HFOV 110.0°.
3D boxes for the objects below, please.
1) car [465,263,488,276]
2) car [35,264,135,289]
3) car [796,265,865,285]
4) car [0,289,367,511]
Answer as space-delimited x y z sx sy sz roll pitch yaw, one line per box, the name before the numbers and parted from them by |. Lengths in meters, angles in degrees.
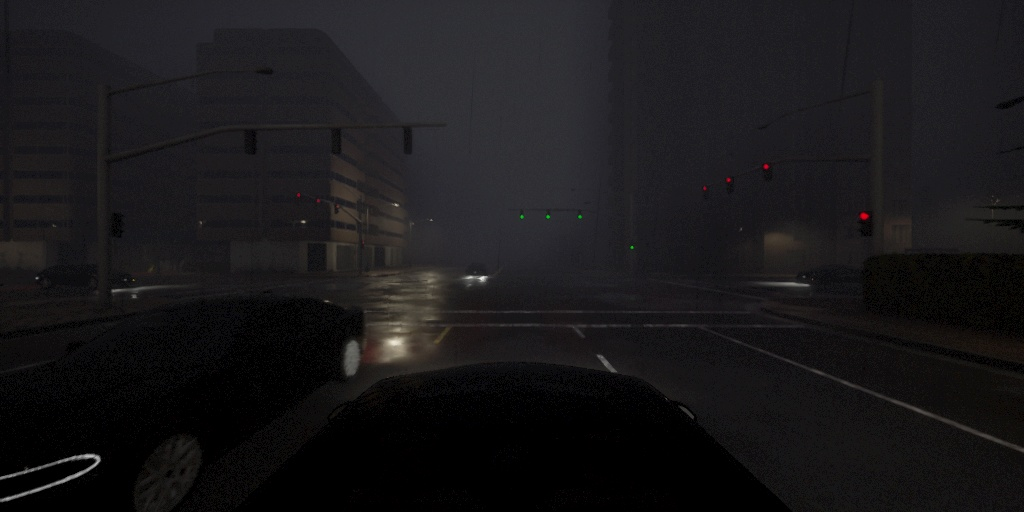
car | -3.502 1.351 36.175 1.994 1.385 4.181 0 1 0
car | -26.576 1.243 22.410 4.892 1.490 1.837 0 0 1
car | 22.863 1.302 25.612 4.181 1.385 1.994 0 0 1
car | -3.501 1.247 4.321 1.882 1.535 5.008 0 0 0
